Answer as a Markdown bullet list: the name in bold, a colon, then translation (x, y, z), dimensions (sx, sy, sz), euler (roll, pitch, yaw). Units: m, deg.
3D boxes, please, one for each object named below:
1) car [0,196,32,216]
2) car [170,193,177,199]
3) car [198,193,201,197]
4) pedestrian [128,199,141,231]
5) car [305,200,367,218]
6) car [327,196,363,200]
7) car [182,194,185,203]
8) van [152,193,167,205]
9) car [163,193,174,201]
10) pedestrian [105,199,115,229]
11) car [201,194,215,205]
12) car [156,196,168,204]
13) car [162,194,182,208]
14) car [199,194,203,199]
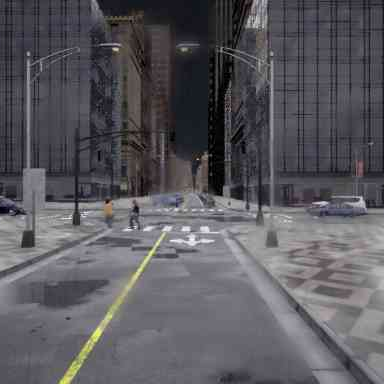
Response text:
- **car**: translation (-16.317, 1.135, 28.669), dimensions (4.553, 1.767, 2.097), euler (1, 0, 0)
- **car**: translation (-5.355, 1.179, 95.436), dimensions (1.690, 1.788, 3.998), euler (0, 0, 0)
- **car**: translation (3.093, 1.418, 84.189), dimensions (1.887, 1.381, 4.507), euler (0, 0, 0)
- **pedestrian**: translation (-3.291, 1.287, 19.061), dimensions (0.375, 1.860, 0.375), euler (0, 0, 0)
- **car**: translation (13.762, 1.742, 31.940), dimensions (5.357, 1.411, 2.033), euler (1, 0, 0)
- **car**: translation (15.412, 1.449, 35.176), dimensions (5.566, 2.045, 2.150), euler (1, 0, 1)
- **car**: translation (-2.829, 1.502, 58.459), dimensions (1.994, 1.385, 4.181), euler (0, 0, 1)
- **van**: translation (-5.624, 1.283, 56.001), dimensions (1.690, 1.788, 3.998), euler (0, 0, 0)
- **car**: translation (-5.469, 1.204, 78.595), dimensions (2.192, 1.841, 5.009), euler (0, 0, 0)
- **pedestrian**: translation (-4.899, 1.286, 19.658), dimensions (0.375, 1.860, 0.375), euler (0, 0, 0)
- **car**: translation (2.901, 1.508, 55.944), dimensions (1.947, 1.339, 4.313), euler (0, 0, 0)
- **car**: translation (-5.586, 1.513, 61.650), dimensions (1.802, 1.307, 4.206), euler (0, 0, 0)
- **car**: translation (-2.911, 1.433, 48.500), dimensions (1.882, 1.535, 5.008), euler (0, 0, 0)
- **car**: translation (3.015, 1.487, 72.891), dimensions (1.802, 1.307, 4.206), euler (0, 0, 0)
